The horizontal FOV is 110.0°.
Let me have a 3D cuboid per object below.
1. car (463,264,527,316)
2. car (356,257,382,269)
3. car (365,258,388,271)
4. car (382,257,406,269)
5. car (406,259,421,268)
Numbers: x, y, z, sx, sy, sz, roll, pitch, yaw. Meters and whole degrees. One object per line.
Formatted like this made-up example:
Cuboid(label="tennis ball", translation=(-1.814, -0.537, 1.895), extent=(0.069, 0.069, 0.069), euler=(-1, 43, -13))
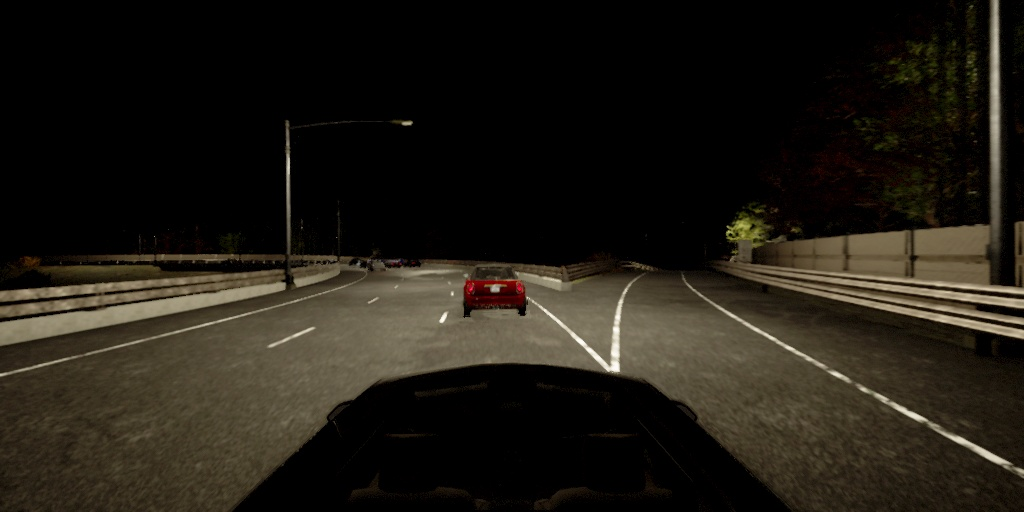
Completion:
Cuboid(label="car", translation=(-0.757, 1.080, 13.503), extent=(2.097, 1.767, 4.553), euler=(0, 0, -6))
Cuboid(label="car", translation=(-22.858, 1.294, 57.160), extent=(2.128, 1.511, 4.902), euler=(-1, 0, -34))
Cuboid(label="car", translation=(-18.848, 1.314, 49.839), extent=(1.812, 1.442, 4.674), euler=(0, 0, -27))
Cuboid(label="car", translation=(-19.520, 1.318, 58.441), extent=(2.033, 1.411, 5.357), euler=(-1, 0, -34))
Cuboid(label="car", translation=(-16.798, 1.268, 60.663), extent=(1.812, 1.442, 4.674), euler=(-1, 0, -34))
